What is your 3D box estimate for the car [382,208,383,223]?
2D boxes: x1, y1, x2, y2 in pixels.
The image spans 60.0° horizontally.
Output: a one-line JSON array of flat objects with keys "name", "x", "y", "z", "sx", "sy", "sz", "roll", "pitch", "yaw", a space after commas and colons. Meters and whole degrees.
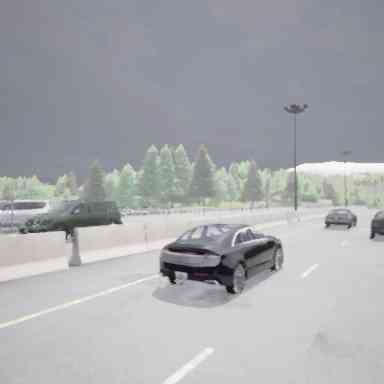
[{"name": "car", "x": 20.150, "y": 2.310, "z": 33.018, "sx": 2.033, "sy": 1.411, "sz": 5.357, "roll": 0, "pitch": -2, "yaw": 32}]

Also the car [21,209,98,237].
[{"name": "car", "x": -8.248, "y": 1.870, "z": 21.115, "sx": 1.994, "sy": 1.385, "sz": 4.181, "roll": 0, "pitch": -1, "yaw": 32}]

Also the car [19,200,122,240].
[{"name": "car", "x": -6.208, "y": 1.474, "z": 17.790, "sx": 2.150, "sy": 2.045, "sz": 5.566, "roll": 0, "pitch": -1, "yaw": 32}]

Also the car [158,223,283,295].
[{"name": "car", "x": 1.058, "y": 1.617, "z": 9.239, "sx": 2.128, "sy": 1.511, "sz": 4.902, "roll": 0, "pitch": -1, "yaw": 32}]

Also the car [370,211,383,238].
[{"name": "car", "x": 11.591, "y": 1.838, "z": 19.412, "sx": 1.882, "sy": 1.535, "sz": 5.008, "roll": 0, "pitch": -1, "yaw": 32}]

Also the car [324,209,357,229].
[{"name": "car", "x": 11.903, "y": 2.080, "z": 26.482, "sx": 2.033, "sy": 1.411, "sz": 5.357, "roll": 0, "pitch": -2, "yaw": 32}]
